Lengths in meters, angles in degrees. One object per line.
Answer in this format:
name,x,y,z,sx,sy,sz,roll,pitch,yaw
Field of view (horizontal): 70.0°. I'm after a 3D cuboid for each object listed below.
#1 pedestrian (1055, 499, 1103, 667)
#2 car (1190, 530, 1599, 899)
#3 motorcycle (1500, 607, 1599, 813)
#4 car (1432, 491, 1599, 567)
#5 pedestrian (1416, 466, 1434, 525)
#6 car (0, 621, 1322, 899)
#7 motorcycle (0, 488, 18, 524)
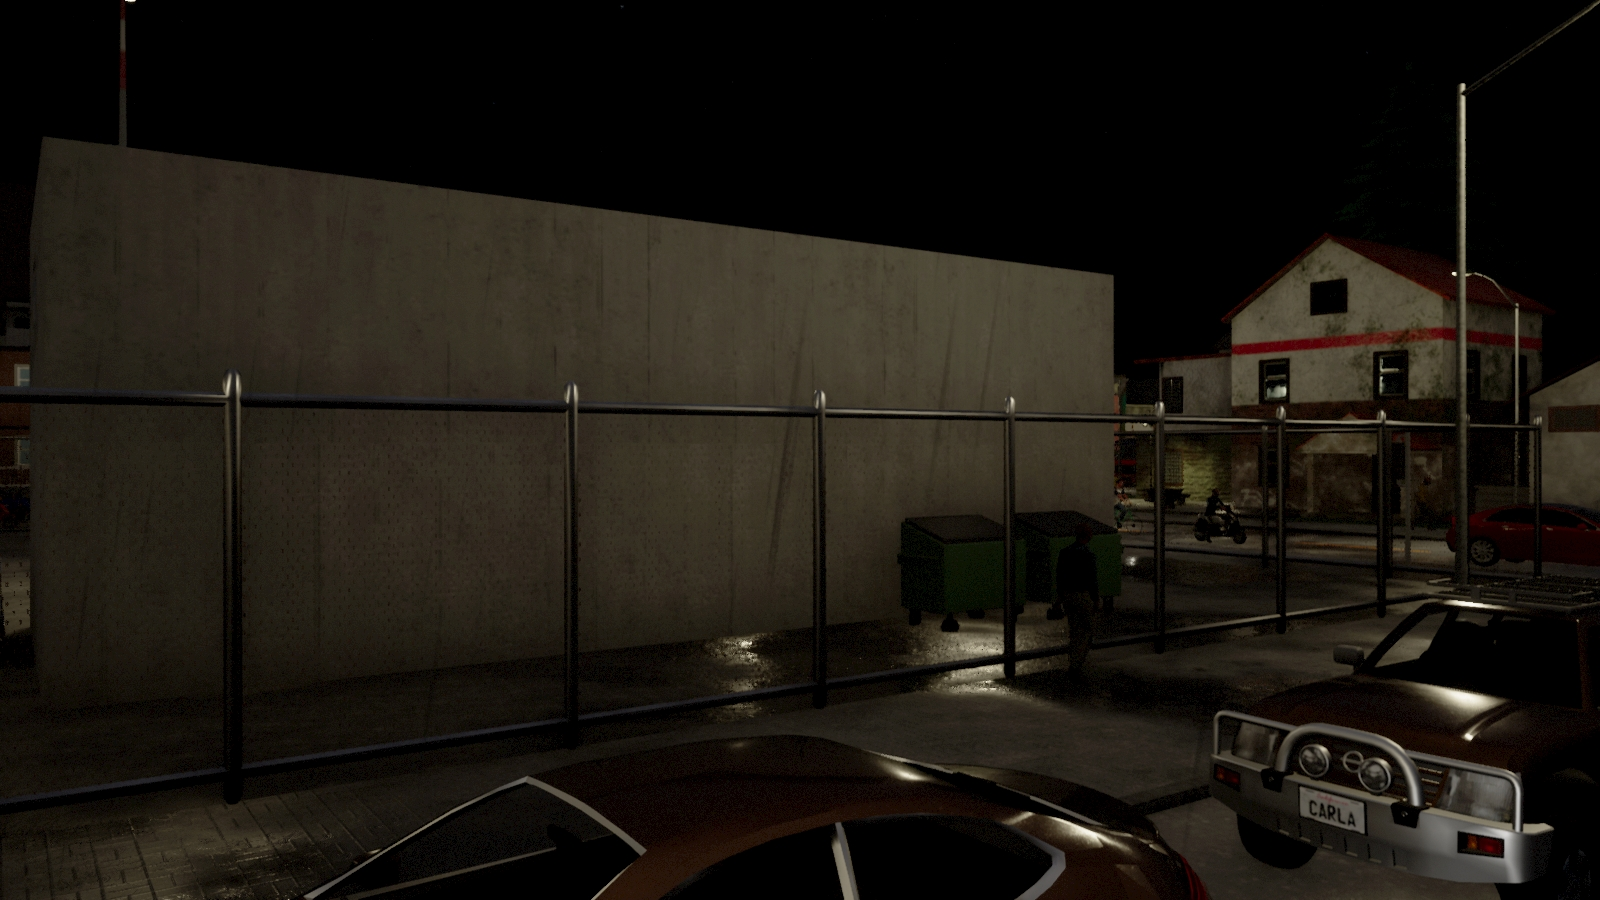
pedestrian,3.200,1.507,13.114,0.375,1.860,0.375,0,0,-36
car,4.947,1.629,7.838,4.605,1.855,1.932,0,0,-35
motorcycle,6.255,1.944,8.768,1.805,1.236,0.856,0,0,-35
car,17.679,1.794,26.400,2.231,1.480,4.892,0,0,-35
pedestrian,20.205,1.465,36.926,0.375,1.860,0.375,0,0,-36
car,-0.620,1.767,3.954,5.027,1.651,2.152,0,0,-35
motorcycle,-28.399,1.960,39.881,1.805,1.236,0.856,0,0,-35
